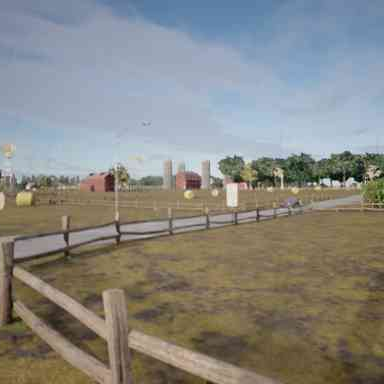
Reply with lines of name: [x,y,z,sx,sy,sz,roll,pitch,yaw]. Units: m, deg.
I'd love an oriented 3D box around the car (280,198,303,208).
car: [14.838,1.627,49.294,2.033,1.411,5.357,-1,0,36]
